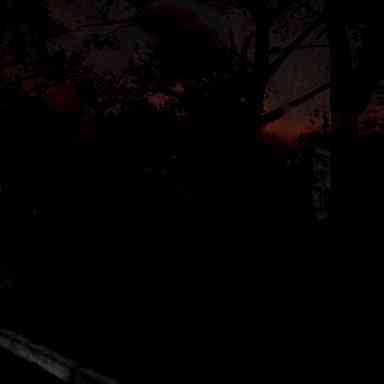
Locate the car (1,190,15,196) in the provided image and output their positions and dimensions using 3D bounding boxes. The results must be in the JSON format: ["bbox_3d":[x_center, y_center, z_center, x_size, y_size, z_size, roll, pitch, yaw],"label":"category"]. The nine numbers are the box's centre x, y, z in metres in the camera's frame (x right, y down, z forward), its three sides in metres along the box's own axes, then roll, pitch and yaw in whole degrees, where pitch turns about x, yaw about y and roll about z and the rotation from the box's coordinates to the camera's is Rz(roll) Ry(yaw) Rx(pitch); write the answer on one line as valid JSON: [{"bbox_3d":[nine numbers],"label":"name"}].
[{"bbox_3d":[-35.978,0.270,65.258,2.097,1.767,4.553,-1,2,8],"label":"car"}]
